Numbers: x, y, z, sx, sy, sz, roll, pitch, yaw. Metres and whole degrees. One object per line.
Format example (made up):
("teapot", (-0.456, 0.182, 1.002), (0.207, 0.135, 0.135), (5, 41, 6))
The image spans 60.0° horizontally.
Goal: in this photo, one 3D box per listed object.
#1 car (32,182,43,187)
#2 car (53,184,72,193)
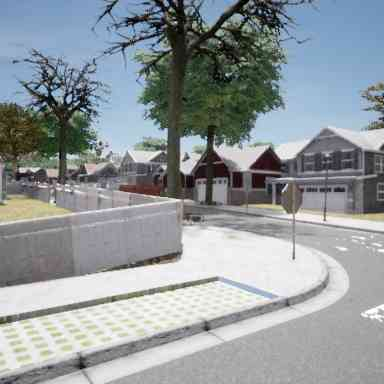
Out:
("car", (-35.710, -1.768, 77.149), (1.895, 1.301, 4.718), (1, 1, -35))
("car", (-18.227, -0.468, 46.958), (1.812, 1.442, 4.674), (1, 2, -35))
